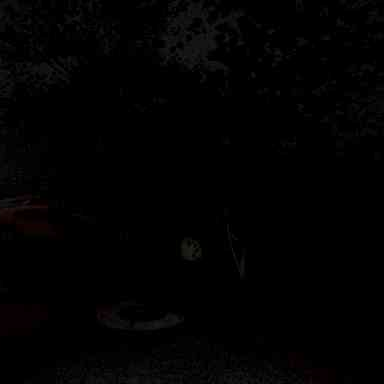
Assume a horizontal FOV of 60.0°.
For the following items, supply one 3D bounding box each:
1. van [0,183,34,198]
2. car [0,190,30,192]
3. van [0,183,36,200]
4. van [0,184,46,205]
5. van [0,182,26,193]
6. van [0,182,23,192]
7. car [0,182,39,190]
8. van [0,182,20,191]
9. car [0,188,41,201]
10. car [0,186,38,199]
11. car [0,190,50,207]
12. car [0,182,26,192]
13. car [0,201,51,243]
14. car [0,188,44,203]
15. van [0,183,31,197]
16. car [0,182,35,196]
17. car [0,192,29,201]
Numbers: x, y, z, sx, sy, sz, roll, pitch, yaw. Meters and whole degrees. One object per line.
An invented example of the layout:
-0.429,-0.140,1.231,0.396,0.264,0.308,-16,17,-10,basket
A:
-24.499,-0.215,46.337,4.442,1.987,1.878,1,1,-30,van
-12.390,0.904,24.580,5.366,1.575,1.946,1,2,-30,car
-21.934,-0.045,41.407,4.442,1.987,1.878,1,1,-30,van
-17.684,0.246,34.439,4.442,1.987,1.878,1,2,-30,van
-34.195,-0.817,63.265,4.442,1.987,1.878,1,1,-30,van
-39.700,-1.158,72.875,4.442,1.987,1.878,1,1,-30,van
-14.947,0.441,29.484,5.566,2.045,2.435,1,2,-30,car
-42.659,-1.333,77.571,4.442,1.987,1.878,1,1,-30,van
-20.455,0.303,39.094,4.792,1.488,2.163,1,1,-30,car
-23.226,0.094,43.884,5.008,1.535,2.097,1,1,-30,car
-16.381,0.611,31.864,4.792,1.488,2.163,1,2,-30,car
-38.449,-1.100,70.400,5.566,2.045,2.435,1,1,-30,car
-6.793,1.343,15.169,5.008,1.535,2.097,1,2,-30,car
-19.144,0.396,36.805,4.792,1.488,2.163,1,2,-30,car
-26.078,-0.304,48.624,4.442,1.987,1.878,1,1,-30,van
-27.376,-0.414,51.070,5.566,2.045,2.435,1,1,-30,car
-8.134,1.108,17.587,4.553,1.767,2.185,1,2,-30,car
